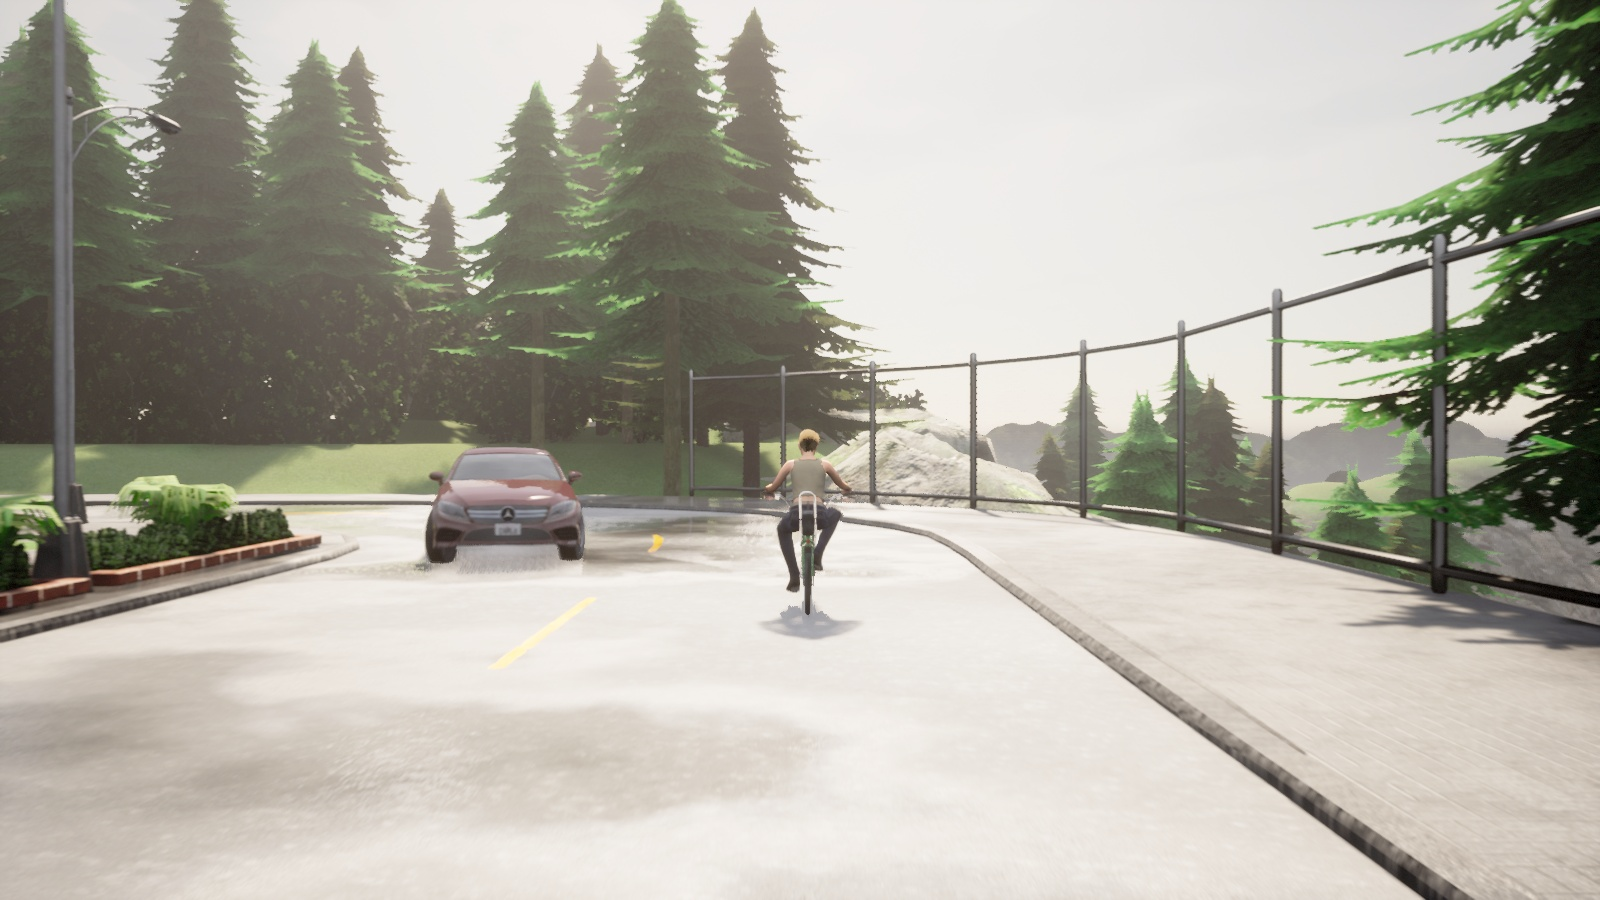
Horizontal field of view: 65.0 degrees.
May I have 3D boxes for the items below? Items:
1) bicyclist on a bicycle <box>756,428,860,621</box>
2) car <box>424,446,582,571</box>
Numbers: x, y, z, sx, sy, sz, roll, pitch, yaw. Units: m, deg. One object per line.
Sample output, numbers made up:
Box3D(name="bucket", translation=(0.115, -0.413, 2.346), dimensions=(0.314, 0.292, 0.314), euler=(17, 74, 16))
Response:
Box3D(name="bicyclist on a bicycle", translation=(0.073, 0.619, 11.286), dimensions=(0.866, 1.612, 1.509), euler=(0, 0, 1))
Box3D(name="car", translation=(-4.024, 0.673, 17.084), dimensions=(1.812, 1.442, 4.674), euler=(0, 0, -13))
